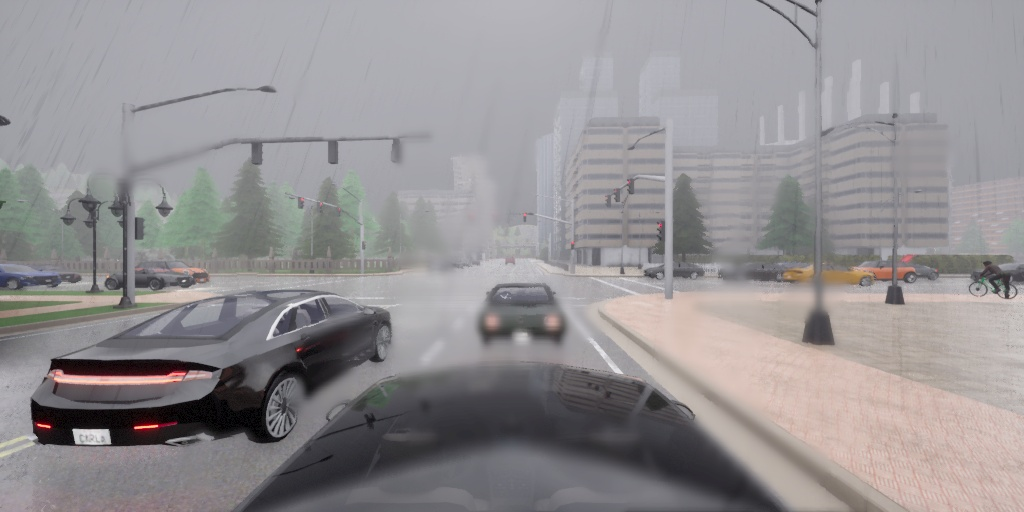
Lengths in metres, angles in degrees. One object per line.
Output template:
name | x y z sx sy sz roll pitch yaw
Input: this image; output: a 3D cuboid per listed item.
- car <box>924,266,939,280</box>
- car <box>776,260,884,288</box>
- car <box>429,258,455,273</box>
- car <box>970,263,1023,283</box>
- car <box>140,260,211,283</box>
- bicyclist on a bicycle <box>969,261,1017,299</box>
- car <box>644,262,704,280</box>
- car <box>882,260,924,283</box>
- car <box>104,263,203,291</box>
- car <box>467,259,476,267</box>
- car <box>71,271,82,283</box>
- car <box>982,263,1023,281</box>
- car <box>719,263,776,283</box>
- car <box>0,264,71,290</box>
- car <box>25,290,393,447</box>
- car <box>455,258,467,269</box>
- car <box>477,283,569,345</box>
car | 33.267 1.314 30.415 4.181 1.385 1.994 0 0 1
car | 20.802 1.227 23.625 5.008 1.535 1.882 0 0 2
car | -8.861 1.241 44.299 2.128 1.511 4.902 0 0 2
car | 37.532 1.228 26.761 5.008 1.535 1.882 0 0 2
car | -23.886 1.102 25.113 4.553 1.767 2.097 0 0 2
bicyclist on a bicycle | 21.182 1.051 15.827 0.582 1.620 1.656 0 0 2
car | 13.964 1.255 31.057 4.892 1.490 1.837 0 0 2
car | 27.417 1.102 27.107 4.553 1.767 2.097 0 0 2
car | -21.634 1.314 21.533 4.181 1.385 1.994 0 0 2
car | -8.150 1.255 64.164 1.837 1.490 4.892 0 0 3
car | -33.392 1.313 25.451 4.181 1.385 1.994 0 0 2
car | 43.478 1.297 30.047 5.357 1.411 2.033 0 0 2
car | 18.485 1.255 27.406 4.892 1.490 1.837 0 0 2
car | -30.621 1.228 21.843 5.008 1.535 1.882 0 0 2
car | -3.330 1.242 5.313 2.128 1.511 4.902 0 0 1
car | -8.525 1.102 54.027 2.097 1.767 4.553 0 0 2
car | 0.263 1.351 9.464 1.895 1.301 4.718 0 0 1
